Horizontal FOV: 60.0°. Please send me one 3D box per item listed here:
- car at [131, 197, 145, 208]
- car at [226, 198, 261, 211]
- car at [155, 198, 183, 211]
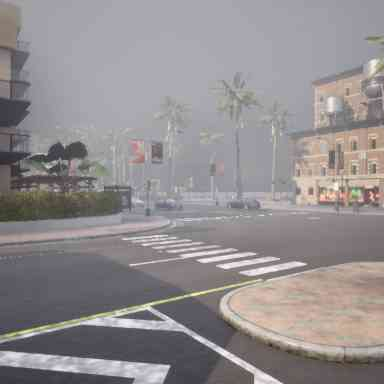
[{"bbox_3d":[-8.815,1.526,49.846,1.812,1.442,4.674,0,0,-35],"label":"car"},{"bbox_3d":[6.233,1.491,40.894,2.128,1.511,4.902,0,0,-35],"label":"car"},{"bbox_3d":[-3.007,1.526,41.544,1.812,1.442,4.674,0,0,-35],"label":"car"}]
